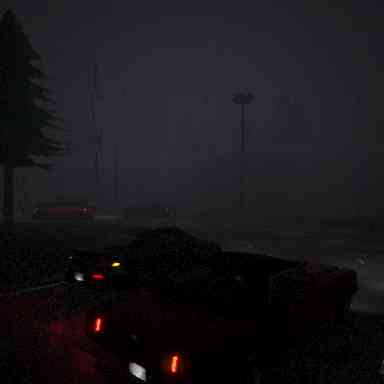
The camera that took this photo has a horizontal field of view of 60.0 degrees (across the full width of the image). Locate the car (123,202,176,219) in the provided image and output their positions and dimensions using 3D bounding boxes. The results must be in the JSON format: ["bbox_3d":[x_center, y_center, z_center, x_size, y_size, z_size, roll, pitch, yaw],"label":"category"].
[{"bbox_3d":[-3.702,1.600,28.374,4.902,1.511,2.128,0,-1,29],"label":"car"}]

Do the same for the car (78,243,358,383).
[{"bbox_3d":[0.935,1.627,5.170,1.895,1.301,4.718,0,0,43],"label":"car"}]

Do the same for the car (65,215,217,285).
[{"bbox_3d":[-0.955,1.559,8.625,1.812,1.442,4.674,1,0,35],"label":"car"}]

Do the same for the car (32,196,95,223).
[{"bbox_3d":[-10.137,1.425,26.256,4.553,1.767,2.097,0,0,5],"label":"car"}]
